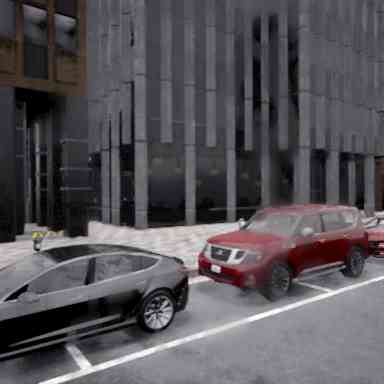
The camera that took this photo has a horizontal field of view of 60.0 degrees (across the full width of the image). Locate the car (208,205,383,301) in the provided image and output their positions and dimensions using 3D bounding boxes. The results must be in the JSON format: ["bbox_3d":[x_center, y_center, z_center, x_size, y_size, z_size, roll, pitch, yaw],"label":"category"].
[{"bbox_3d":[2.556,1.291,8.477,5.009,1.841,2.192,0,0,-36],"label":"car"}]

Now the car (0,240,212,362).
[{"bbox_3d":[-2.030,1.562,5.203,4.313,1.339,1.947,0,0,-36],"label":"car"}]
